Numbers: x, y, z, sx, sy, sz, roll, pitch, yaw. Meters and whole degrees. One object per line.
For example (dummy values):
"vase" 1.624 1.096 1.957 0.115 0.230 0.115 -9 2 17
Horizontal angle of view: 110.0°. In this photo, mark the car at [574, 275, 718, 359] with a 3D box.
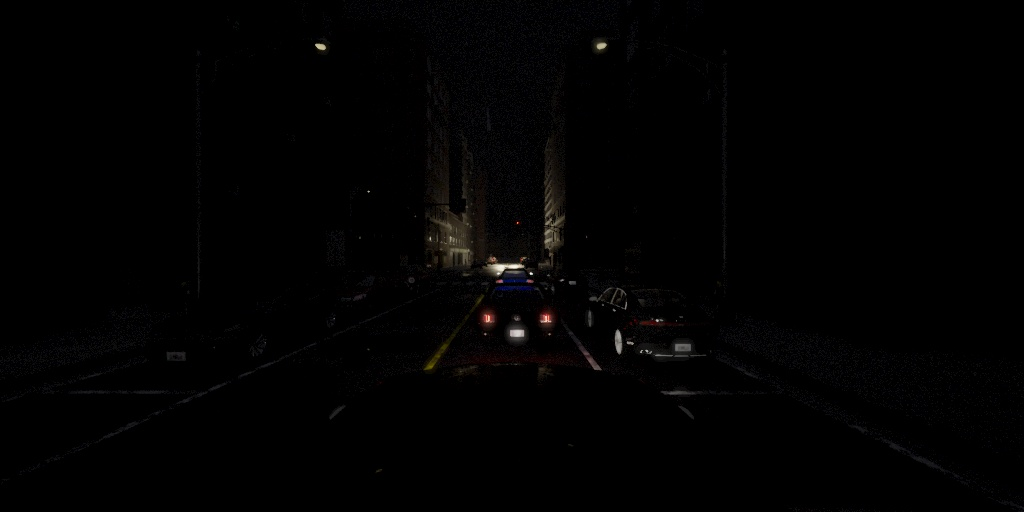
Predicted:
"car" 2.876 1.300 8.192 2.007 1.370 4.403 0 0 0

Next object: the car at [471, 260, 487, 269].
"car" -5.468 1.368 56.322 1.802 1.307 4.207 0 0 0

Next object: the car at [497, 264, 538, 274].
"car" 0.148 1.315 18.576 1.994 1.385 4.181 0 0 1

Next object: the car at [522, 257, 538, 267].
"car" 3.057 1.226 56.283 1.967 1.591 4.097 0 0 0

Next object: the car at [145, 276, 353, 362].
"car" -5.649 1.316 8.218 1.948 1.339 4.313 0 0 0

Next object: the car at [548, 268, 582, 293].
"car" 2.909 1.317 19.194 1.948 1.339 4.313 0 0 0

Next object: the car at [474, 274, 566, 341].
"car" 0.120 1.351 9.816 1.895 1.301 4.718 0 0 0

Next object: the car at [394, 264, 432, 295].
"car" -5.616 1.191 19.220 1.967 1.591 4.097 0 0 0

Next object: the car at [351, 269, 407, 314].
"car" -5.633 1.332 13.719 1.802 1.307 4.207 0 0 0
